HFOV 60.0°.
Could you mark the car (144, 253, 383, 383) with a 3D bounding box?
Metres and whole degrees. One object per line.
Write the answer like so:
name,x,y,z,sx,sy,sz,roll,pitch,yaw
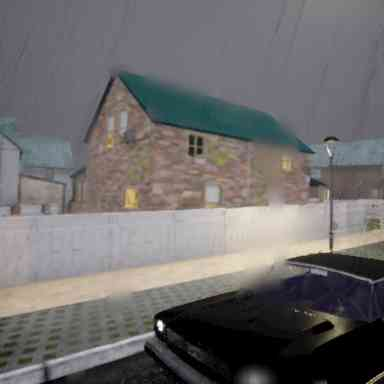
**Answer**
car,1.787,1.613,4.487,4.718,1.301,1.895,0,0,-37
